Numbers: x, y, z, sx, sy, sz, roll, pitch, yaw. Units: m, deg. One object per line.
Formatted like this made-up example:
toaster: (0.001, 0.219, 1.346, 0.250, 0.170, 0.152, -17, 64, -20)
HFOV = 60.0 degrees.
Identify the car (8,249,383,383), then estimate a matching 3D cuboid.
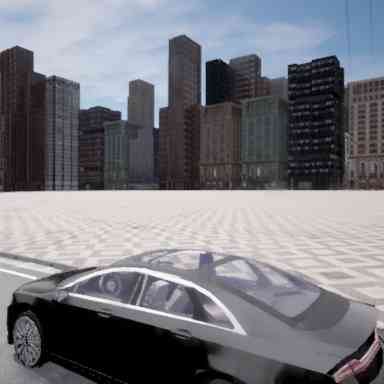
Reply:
car: (-0.367, 1.490, 4.126, 4.902, 1.511, 2.128, 0, 0, 34)
